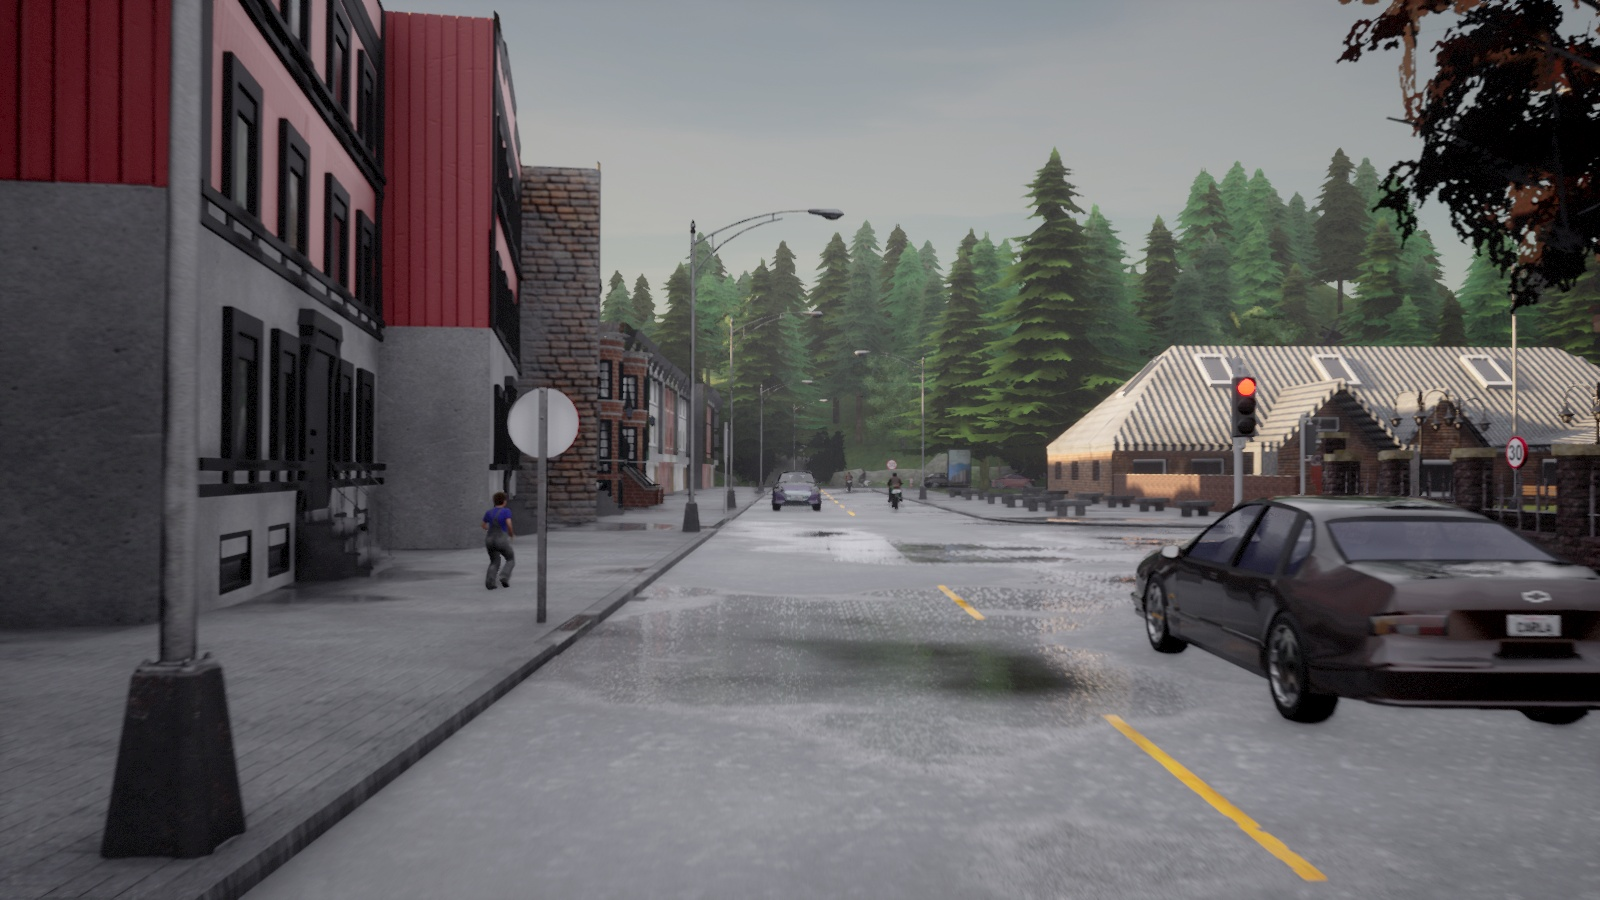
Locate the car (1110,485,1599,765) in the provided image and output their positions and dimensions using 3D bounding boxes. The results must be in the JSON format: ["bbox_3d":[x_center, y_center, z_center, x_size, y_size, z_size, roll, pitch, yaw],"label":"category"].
[{"bbox_3d":[3.969,1.003,9.337,2.033,1.411,5.357,0,-1,0],"label":"car"}]

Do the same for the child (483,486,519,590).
[{"bbox_3d":[-3.678,1.071,15.445,0.270,1.263,0.437,0,-1,11],"label":"child"}]

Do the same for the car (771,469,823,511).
[{"bbox_3d":[-0.126,1.607,51.450,2.033,1.649,4.856,0,-1,0],"label":"car"}]

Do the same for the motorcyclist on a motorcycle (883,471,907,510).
[{"bbox_3d":[3.875,1.641,51.342,0.797,1.523,2.044,0,-1,0],"label":"motorcyclist on a motorcycle"}]
